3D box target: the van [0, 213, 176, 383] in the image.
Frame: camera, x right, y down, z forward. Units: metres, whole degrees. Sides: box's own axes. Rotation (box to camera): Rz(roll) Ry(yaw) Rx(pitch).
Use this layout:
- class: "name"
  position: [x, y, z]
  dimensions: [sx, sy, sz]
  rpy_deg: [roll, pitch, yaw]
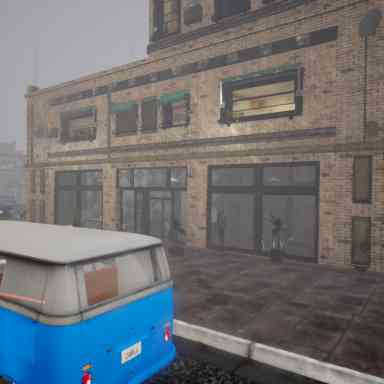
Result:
- class: "van"
  position: [-2.102, 1.340, 4.348]
  dimensions: [3.998, 1.788, 1.690]
  rpy_deg: [0, 1, 35]

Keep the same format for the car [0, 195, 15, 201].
- class: "car"
  position: [-20.505, 1.349, 33.244]
  dimensions: [2.150, 2.045, 5.566]
  rpy_deg: [1, 0, 36]

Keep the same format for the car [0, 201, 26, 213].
- class: "car"
  position: [-15.283, 1.793, 30.593]
  dimensions: [1.947, 1.339, 4.313]
  rpy_deg: [0, 0, 36]

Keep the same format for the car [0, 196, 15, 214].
- class: "car"
  position: [-22.045, 1.411, 35.538]
  dimensions: [2.192, 1.841, 5.009]
  rpy_deg: [0, 0, 36]
